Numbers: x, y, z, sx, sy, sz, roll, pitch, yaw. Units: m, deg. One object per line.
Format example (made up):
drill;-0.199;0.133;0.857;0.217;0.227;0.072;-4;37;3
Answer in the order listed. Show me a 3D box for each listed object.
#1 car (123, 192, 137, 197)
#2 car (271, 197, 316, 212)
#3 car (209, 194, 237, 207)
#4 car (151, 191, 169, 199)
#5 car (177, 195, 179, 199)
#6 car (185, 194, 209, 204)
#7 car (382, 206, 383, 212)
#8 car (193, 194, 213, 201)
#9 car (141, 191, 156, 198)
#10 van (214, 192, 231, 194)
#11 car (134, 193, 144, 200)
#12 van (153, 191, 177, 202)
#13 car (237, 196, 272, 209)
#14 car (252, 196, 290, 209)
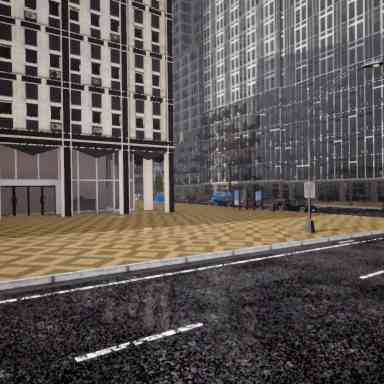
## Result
car;-17.096;0.688;91.728;2.008;1.369;4.403;0;1;-34
car;10.995;1.424;35.234;1.947;1.339;4.313;0;1;-34
car;4.670;1.319;44.680;1.947;1.339;4.313;0;1;-34
car;-7.515;0.615;77.622;2.192;1.841;5.009;0;1;-34
car;-4.321;0.936;72.924;1.802;1.307;4.206;0;1;-34
car;0.708;1.088;55.250;1.882;1.535;5.008;-1;1;-34
car;18.867;1.431;28.479;1.812;1.442;4.674;-1;1;-34
car;2.066;1.043;63.521;1.802;1.307;4.206;0;1;-34
car;-10.709;0.686;82.324;1.967;1.590;4.097;0;1;-34
van;5.259;0.855;58.816;1.690;1.788;3.998;0;1;-34
car;-11.254;1.039;68.216;2.008;1.369;4.403;0;1;-34
van;-4.866;0.937;58.811;1.690;1.788;3.998;0;1;-34
car;7.815;1.388;39.947;1.802;1.307;4.206;0;1;-34
car;9.852;1.285;41.745;1.812;1.442;4.674;-1;1;-34
